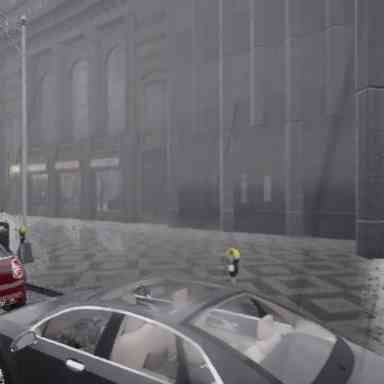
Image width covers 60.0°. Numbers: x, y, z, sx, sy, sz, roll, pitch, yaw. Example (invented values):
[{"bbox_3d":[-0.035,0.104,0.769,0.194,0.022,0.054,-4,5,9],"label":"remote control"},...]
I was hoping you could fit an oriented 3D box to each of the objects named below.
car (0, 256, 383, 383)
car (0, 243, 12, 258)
[{"bbox_3d":[-0.454,1.553,3.274,4.403,1.369,2.008,0,0,35],"label":"car"},{"bbox_3d":[-5.110,1.468,6.524,4.097,1.590,1.967,0,0,35],"label":"car"}]
